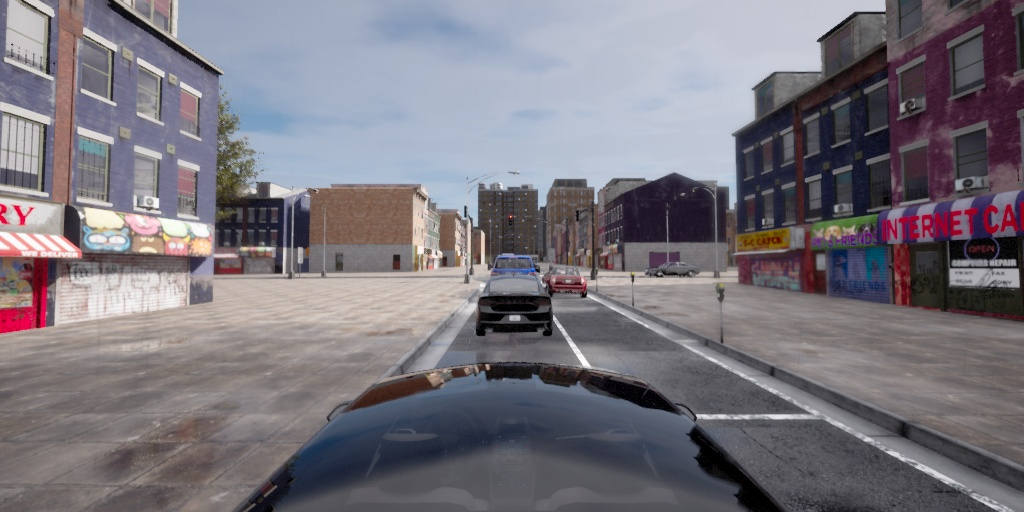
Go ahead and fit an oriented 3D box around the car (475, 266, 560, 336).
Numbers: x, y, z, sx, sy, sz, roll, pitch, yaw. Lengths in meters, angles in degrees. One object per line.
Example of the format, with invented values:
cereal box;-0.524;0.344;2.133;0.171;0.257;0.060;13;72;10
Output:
car;0.036;1.235;10.465;1.882;1.535;5.008;0;0;-1

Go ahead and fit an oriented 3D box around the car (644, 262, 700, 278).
car;14.948;1.313;33.533;4.902;1.511;2.128;0;-2;0

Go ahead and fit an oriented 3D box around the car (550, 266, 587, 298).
car;2.615;1.210;18.689;1.967;1.591;4.097;0;0;0

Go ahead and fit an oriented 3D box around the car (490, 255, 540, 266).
car;0.068;0.991;18.001;2.150;2.045;5.566;0;0;0
